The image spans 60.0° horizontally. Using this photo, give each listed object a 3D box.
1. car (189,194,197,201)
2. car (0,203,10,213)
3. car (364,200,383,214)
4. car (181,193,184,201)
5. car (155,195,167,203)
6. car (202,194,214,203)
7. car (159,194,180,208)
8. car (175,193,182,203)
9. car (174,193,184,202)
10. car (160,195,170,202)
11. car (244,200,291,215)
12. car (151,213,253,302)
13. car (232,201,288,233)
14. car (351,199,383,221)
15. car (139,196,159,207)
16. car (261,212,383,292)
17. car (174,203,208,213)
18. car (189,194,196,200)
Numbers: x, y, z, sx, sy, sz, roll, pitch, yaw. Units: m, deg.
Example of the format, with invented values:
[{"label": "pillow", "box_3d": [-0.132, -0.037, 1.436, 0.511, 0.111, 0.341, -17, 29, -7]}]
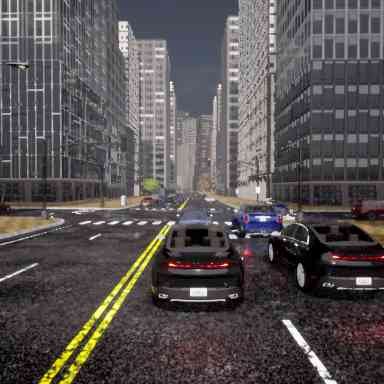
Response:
[{"label": "car", "box_3d": [0.217, 1.446, 80.171, 1.812, 1.442, 4.674, 0, 0, 0]}, {"label": "car", "box_3d": [-20.028, 1.314, 31.783, 5.008, 1.535, 1.882, 1, 1, 1]}, {"label": "car", "box_3d": [21.909, 1.642, 36.767, 4.829, 1.417, 1.752, 1, 0, 1]}, {"label": "car", "box_3d": [-3.092, 1.466, 67.421, 1.812, 1.442, 4.674, 0, 0, 1]}, {"label": "car", "box_3d": [-6.336, 1.418, 67.643, 1.882, 1.535, 5.008, 0, 0, 0]}, {"label": "car", "box_3d": [3.534, 1.539, 68.450, 1.895, 1.301, 4.718, 0, 0, 0]}, {"label": "car", "box_3d": [-3.210, 1.469, 48.261, 1.837, 1.490, 4.892, 0, 0, 0]}, {"label": "car", "box_3d": [-3.178, 1.458, 57.600, 1.837, 1.490, 4.892, 0, 0, 0]}, {"label": "car", "box_3d": [-3.040, 1.151, 77.873, 2.150, 2.045, 5.566, 0, 0, 0]}, {"label": "car", "box_3d": [-6.290, 1.450, 77.913, 1.812, 1.442, 4.674, 0, 0, 0]}, {"label": "car", "box_3d": [7.643, 1.606, 33.936, 4.181, 1.385, 1.994, 0, 1, -8]}, {"label": "car", "box_3d": [0.120, 1.501, 8.230, 1.837, 1.490, 4.892, 0, 0, 0]}, {"label": "car", "box_3d": [3.397, 1.342, 18.019, 2.097, 1.767, 4.553, 0, 0, 0]}, {"label": "car", "box_3d": [16.277, 1.518, 28.496, 5.009, 1.841, 2.192, 1, 0, 1]}, {"label": "car", "box_3d": [-6.456, 1.489, 49.034, 1.812, 1.442, 4.674, 0, 0, 2]}, {"label": "car", "box_3d": [3.374, 1.500, 8.936, 1.837, 1.490, 4.892, 0, 0, 0]}, {"label": "car", "box_3d": [0.148, 1.537, 17.785, 2.033, 1.411, 5.357, 0, 0, 0]}, {"label": "car", "box_3d": [0.244, 1.383, 90.165, 1.882, 1.535, 5.008, 0, 0, 0]}]
